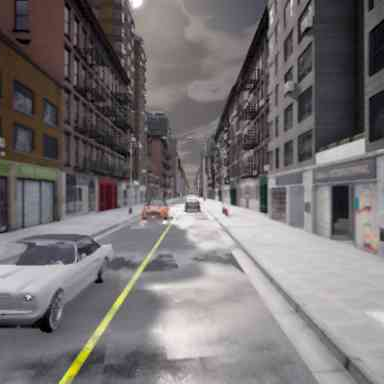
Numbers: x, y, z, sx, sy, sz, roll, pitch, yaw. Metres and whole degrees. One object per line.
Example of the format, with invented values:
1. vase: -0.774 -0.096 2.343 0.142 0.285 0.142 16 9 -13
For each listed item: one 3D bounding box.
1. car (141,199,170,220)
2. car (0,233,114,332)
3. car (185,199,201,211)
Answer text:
1. car: -3.057 1.414 28.738 2.097 1.767 4.553 0 0 0
2. car: -3.093 1.617 6.980 1.895 1.301 4.718 0 0 0
3. car: 0.078 1.591 42.095 2.128 1.511 4.902 0 0 0
